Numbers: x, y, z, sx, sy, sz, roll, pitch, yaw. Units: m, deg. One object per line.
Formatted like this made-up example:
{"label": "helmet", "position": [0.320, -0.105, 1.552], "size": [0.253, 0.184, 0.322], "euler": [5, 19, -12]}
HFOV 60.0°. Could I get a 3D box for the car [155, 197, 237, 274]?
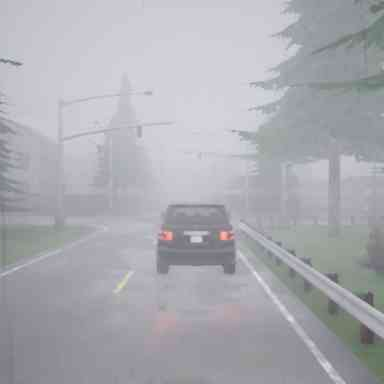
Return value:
{"label": "car", "position": [0.123, 1.264, 10.847], "size": [2.150, 2.045, 5.566], "euler": [0, 0, 0]}
